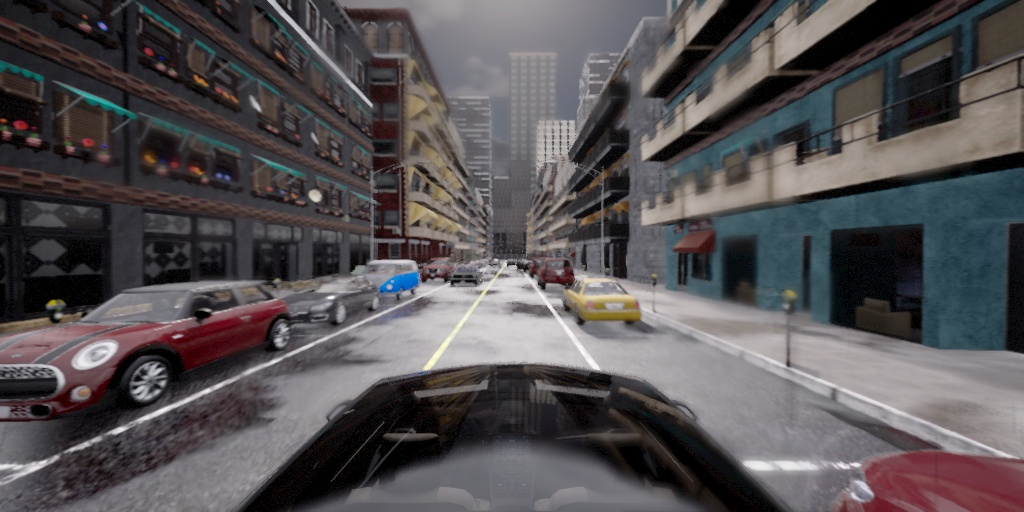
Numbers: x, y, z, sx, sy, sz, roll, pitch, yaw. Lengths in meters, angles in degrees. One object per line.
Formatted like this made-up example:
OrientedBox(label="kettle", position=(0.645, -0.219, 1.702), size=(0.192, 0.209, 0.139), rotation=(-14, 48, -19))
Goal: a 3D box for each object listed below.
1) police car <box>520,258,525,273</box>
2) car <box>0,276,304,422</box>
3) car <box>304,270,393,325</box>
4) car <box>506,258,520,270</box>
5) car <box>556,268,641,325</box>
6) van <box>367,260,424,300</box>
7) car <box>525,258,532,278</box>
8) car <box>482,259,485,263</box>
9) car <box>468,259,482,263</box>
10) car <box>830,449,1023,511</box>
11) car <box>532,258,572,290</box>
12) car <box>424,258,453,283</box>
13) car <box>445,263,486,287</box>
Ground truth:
OrientedBox(label="police car", position=(2.352, 1.178, 44.864), size=(1.930, 1.638, 5.238), rotation=(0, 0, 0))
OrientedBox(label="car", position=(-5.660, 1.189, 5.934), size=(1.967, 1.591, 4.097), rotation=(0, 0, 0))
OrientedBox(label="car", position=(-5.662, 1.300, 11.536), size=(2.007, 1.370, 4.403), rotation=(0, 0, 0))
OrientedBox(label="car", position=(-0.019, 1.256, 64.547), size=(1.837, 1.490, 4.892), rotation=(0, 0, 0))
OrientedBox(label="car", position=(2.685, 1.276, 11.681), size=(1.751, 1.417, 4.829), rotation=(0, 0, 0))
OrientedBox(label="van", position=(-5.664, 1.091, 17.138), size=(1.690, 1.789, 3.998), rotation=(0, 0, 0))
OrientedBox(label="car", position=(2.678, 1.067, 33.919), size=(2.192, 1.841, 5.009), rotation=(0, 0, 0))
OrientedBox(label="car", position=(-5.711, 1.336, 56.353), size=(1.802, 1.307, 4.207), rotation=(0, 0, 0))
OrientedBox(label="car", position=(-5.709, 1.335, 50.751), size=(1.802, 1.307, 4.207), rotation=(0, 0, 0))
OrientedBox(label="car", position=(2.689, 1.332, 0.307), size=(1.802, 1.307, 4.207), rotation=(0, 0, 0))
OrientedBox(label="car", position=(2.682, 1.066, 22.715), size=(2.192, 1.841, 5.009), rotation=(0, 0, 0))
OrientedBox(label="car", position=(-5.691, 1.065, 28.342), size=(2.192, 1.841, 5.009), rotation=(0, 0, 0))
OrientedBox(label="car", position=(-3.102, 1.351, 24.943), size=(1.895, 1.301, 4.718), rotation=(0, 0, 0))
